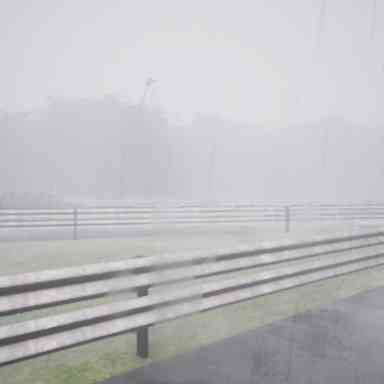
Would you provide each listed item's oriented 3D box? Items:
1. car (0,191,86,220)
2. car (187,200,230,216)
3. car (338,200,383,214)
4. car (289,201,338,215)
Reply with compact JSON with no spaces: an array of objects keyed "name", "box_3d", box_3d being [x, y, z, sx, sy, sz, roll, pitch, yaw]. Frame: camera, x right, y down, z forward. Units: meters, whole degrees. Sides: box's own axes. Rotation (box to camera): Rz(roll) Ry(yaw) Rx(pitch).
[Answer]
[{"name":"car","box_3d":[-9.836,0.977,22.024,5.566,2.045,2.150,0,0,-16]},{"name":"car","box_3d":[1.606,1.359,29.042,4.181,1.385,1.994,0,0,-16]},{"name":"car","box_3d":[14.144,1.344,25.433,4.902,1.511,2.128,0,0,-16]},{"name":"car","box_3d":[10.291,1.432,27.943,4.718,1.301,1.895,0,0,-16]}]
